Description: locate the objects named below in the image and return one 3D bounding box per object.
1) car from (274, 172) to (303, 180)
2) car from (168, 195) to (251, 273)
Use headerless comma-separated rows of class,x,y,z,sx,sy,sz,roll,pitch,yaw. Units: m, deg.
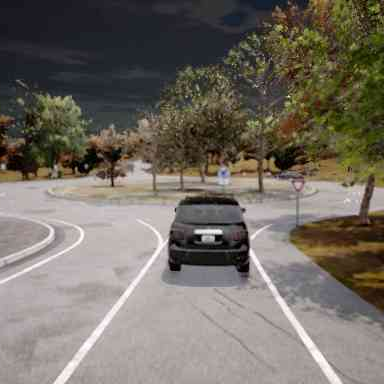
car,15.735,-2.590,54.522,2.128,1.511,4.902,-4,7,-37
car,0.570,1.097,10.572,2.150,2.045,5.566,0,2,4
